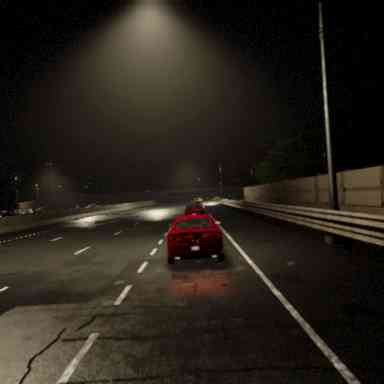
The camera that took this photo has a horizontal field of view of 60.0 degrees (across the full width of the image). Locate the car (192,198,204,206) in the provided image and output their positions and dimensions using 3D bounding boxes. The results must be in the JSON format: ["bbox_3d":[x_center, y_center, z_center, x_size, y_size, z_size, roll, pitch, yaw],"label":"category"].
[{"bbox_3d":[1.507,2.198,76.997,1.882,1.535,5.008,-3,1,11],"label":"car"}]

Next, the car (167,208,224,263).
[{"bbox_3d":[0.101,1.612,12.751,1.882,1.535,5.008,-3,-1,0],"label":"car"}]

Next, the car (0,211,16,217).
[{"bbox_3d":[-31.059,3.962,55.113,1.812,1.442,4.674,-3,-1,1],"label":"car"}]

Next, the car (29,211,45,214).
[{"bbox_3d":[-20.731,3.258,44.475,2.033,1.411,5.357,-3,-1,1],"label":"car"}]

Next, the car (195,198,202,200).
[{"bbox_3d":[0.445,2.152,58.367,2.128,1.511,4.902,-3,-1,1],"label":"car"}]

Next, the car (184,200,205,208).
[{"bbox_3d":[0.216,1.828,31.991,1.882,1.535,5.008,-3,-1,0],"label":"car"}]
